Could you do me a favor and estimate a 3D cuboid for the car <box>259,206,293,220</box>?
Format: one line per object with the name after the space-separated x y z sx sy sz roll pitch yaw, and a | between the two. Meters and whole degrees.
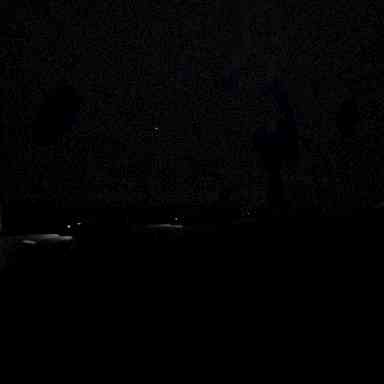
10.013 2.401 38.002 2.128 1.511 4.902 1 -1 35 | car

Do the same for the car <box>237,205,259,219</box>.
7.030 2.319 38.697 1.837 1.490 4.892 1 1 36 | car

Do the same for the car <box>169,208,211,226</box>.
-0.098 2.062 28.656 1.994 1.385 4.181 1 -1 36 | car

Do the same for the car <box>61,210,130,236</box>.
-5.851 1.831 20.558 1.994 1.385 4.181 1 0 36 | car
